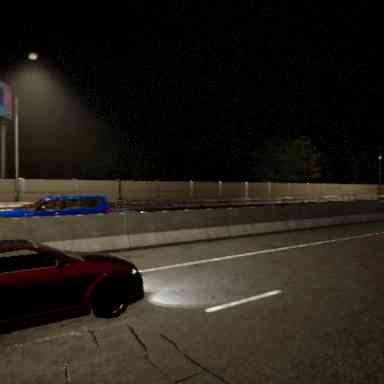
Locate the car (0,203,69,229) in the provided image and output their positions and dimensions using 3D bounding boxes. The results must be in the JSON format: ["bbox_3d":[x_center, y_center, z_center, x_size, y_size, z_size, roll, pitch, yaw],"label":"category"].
[{"bbox_3d":[-10.796,1.500,22.083,4.674,1.442,1.812,0,0,-35],"label":"car"}]

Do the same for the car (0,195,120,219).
[{"bbox_3d":[-6.714,1.196,16.398,5.566,2.045,2.150,0,0,-35],"label":"car"}]

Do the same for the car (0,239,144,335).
[{"bbox_3d":[-2.989,1.559,5.913,4.181,1.385,1.994,-1,0,-35],"label":"car"}]

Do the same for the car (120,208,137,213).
[{"bbox_3d":[-6.076,1.501,21.151,5.357,1.411,2.033,0,0,-36],"label":"car"}]
